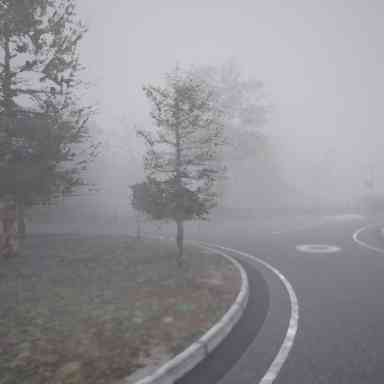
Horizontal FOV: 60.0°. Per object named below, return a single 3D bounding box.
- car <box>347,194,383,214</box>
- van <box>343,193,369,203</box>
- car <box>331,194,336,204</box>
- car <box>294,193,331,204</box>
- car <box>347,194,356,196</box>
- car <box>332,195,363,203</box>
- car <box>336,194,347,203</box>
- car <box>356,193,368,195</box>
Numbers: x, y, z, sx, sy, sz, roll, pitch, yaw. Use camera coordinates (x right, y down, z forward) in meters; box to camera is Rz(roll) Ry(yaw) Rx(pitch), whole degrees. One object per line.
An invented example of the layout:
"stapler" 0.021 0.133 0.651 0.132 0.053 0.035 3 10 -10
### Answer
"car" 17.919 1.310 33.018 4.902 1.511 2.128 -1 0 -38
"van" 33.789 1.315 68.800 1.878 1.987 4.442 1 -2 -38
"car" 22.776 1.380 60.209 2.231 1.521 4.892 0 -1 -39
"car" 20.702 1.116 58.530 2.435 2.045 5.566 0 -1 -39
"car" 29.322 1.457 65.648 1.946 1.575 5.366 1 -2 -38
"car" 31.410 1.496 67.298 1.946 1.575 5.366 1 -2 -38
"car" 24.971 1.143 61.938 2.435 2.045 5.566 0 -1 -39
"car" 26.627 1.016 47.637 2.185 1.767 4.553 0 -1 -39
